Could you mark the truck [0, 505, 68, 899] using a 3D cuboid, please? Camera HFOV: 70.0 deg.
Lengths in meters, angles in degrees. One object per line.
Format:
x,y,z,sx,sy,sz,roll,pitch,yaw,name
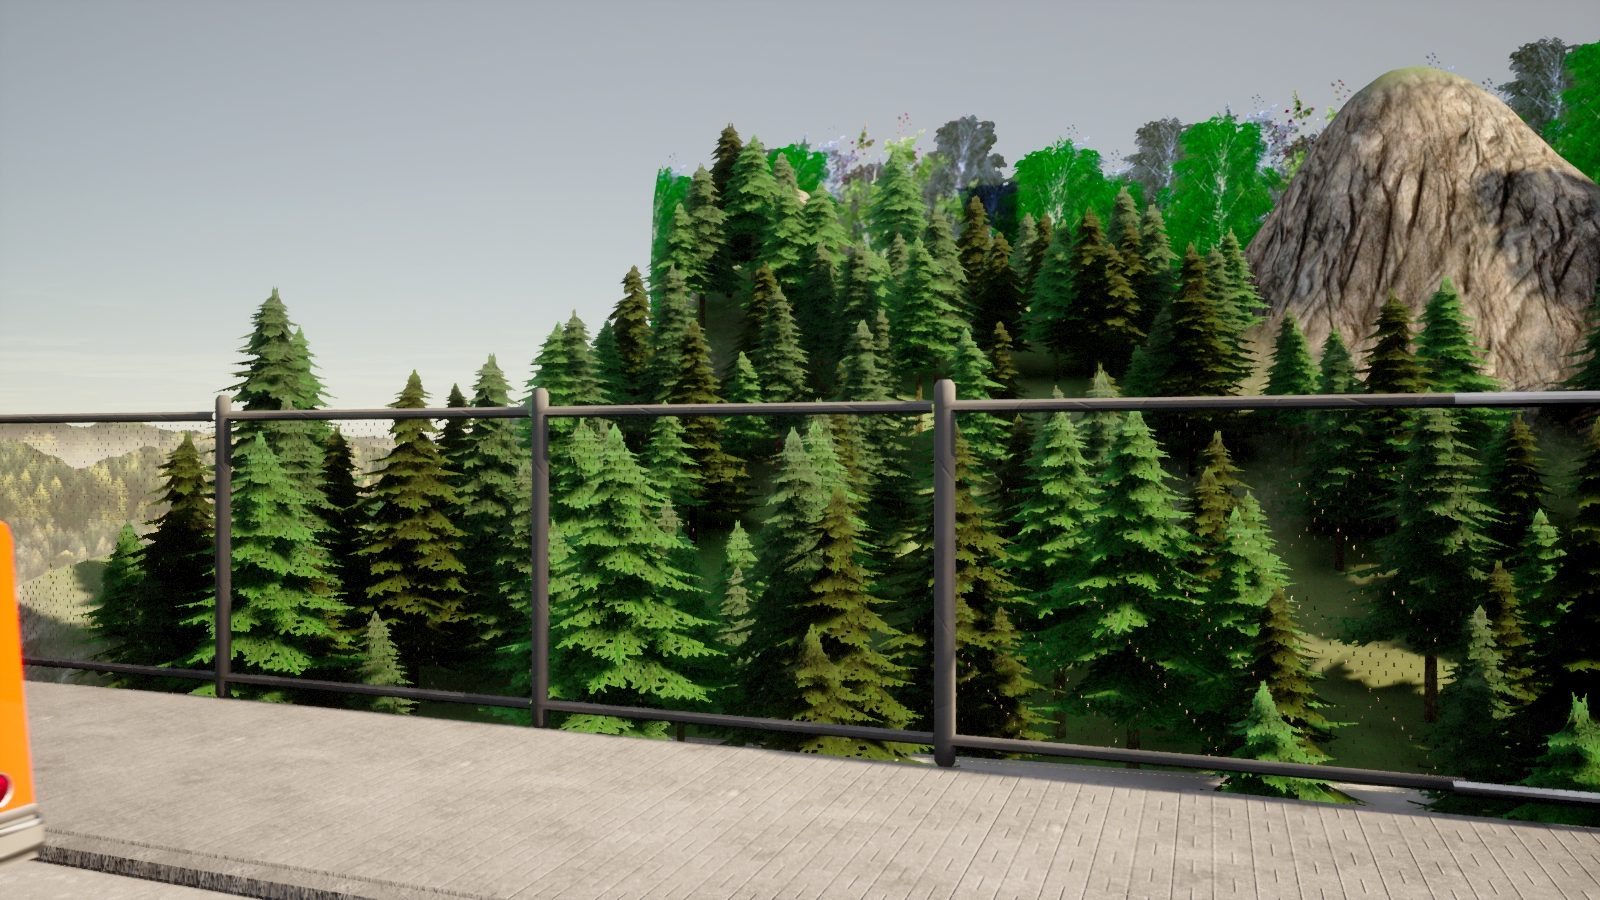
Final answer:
-7.244,1.568,6.391,5.204,2.467,2.627,0,0,19,truck
